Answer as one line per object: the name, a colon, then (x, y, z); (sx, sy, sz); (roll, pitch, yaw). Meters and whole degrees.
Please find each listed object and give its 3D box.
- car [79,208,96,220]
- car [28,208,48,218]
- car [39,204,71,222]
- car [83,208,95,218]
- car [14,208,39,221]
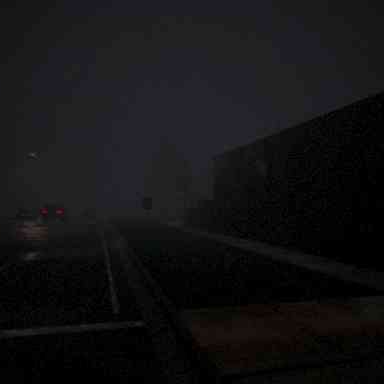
car: (-13.991, 3.032, 44.630); (1.812, 1.442, 4.674); (2, -2, -15)
car: (-22.642, 3.070, 49.097); (1.994, 1.385, 4.181); (2, -2, -16)
car: (-16.308, 2.489, 39.850); (2.150, 2.045, 5.566); (2, -2, -13)
car: (-16.722, 3.339, 54.237); (1.837, 1.490, 4.892); (2, -2, -16)
car: (-20.127, 2.778, 40.474); (1.994, 1.385, 4.181); (2, -2, -15)
